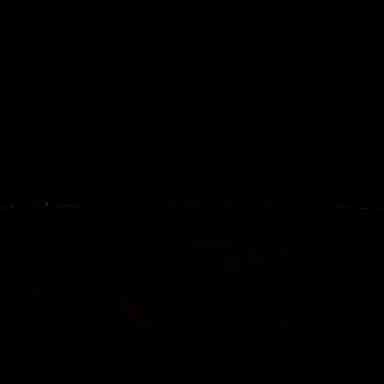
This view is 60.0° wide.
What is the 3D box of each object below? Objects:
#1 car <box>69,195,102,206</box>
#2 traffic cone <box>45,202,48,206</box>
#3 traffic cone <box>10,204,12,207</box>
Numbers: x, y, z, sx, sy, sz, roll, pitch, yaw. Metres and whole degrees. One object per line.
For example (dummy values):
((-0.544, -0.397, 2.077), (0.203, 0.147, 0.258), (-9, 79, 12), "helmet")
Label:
((-16.470, 1.280, 51.589), (1.882, 1.535, 5.008), (0, 0, 45), "car")
((-21.490, 1.700, 49.081), (0.340, 0.580, 0.340), (1, 0, 34), "traffic cone")
((-24.105, 1.678, 44.292), (0.340, 0.580, 0.340), (1, 0, 24), "traffic cone")
